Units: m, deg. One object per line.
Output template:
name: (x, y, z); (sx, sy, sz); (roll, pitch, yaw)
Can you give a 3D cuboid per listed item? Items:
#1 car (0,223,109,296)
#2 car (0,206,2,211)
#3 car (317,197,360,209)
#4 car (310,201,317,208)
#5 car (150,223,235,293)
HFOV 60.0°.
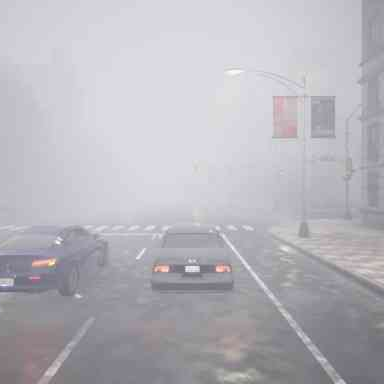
car: (-3.496, 1.526, 8.536); (1.812, 1.442, 4.674); (0, 0, 0)
car: (-22.025, 1.564, 34.371); (4.181, 1.385, 1.994); (0, 0, 0)
car: (19.033, 1.526, 42.749); (4.674, 1.442, 1.812); (0, 0, 0)
car: (19.011, 1.505, 46.242); (4.892, 1.490, 1.837); (0, 0, 0)
car: (0.002, 1.547, 8.986); (2.033, 1.411, 5.357); (0, 0, 0)
